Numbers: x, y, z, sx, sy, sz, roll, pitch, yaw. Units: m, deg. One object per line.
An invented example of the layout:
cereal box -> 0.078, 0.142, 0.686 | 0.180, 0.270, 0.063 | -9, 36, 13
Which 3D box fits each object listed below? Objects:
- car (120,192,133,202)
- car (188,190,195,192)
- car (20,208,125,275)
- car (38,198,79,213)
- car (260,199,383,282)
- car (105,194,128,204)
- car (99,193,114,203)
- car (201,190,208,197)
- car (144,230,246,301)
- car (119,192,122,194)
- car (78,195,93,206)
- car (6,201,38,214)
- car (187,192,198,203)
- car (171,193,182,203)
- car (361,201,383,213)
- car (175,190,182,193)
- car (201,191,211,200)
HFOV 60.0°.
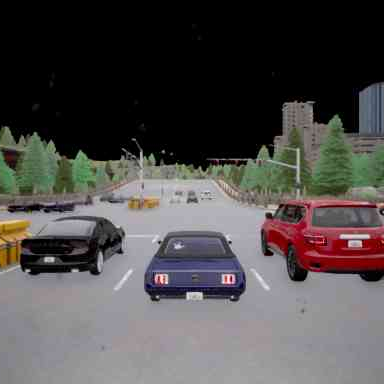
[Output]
car -> -14.054, 1.385, 73.017 | 1.812, 1.442, 4.674 | 0, 1, 0
car -> -0.152, 0.163, 91.420 | 2.128, 1.511, 4.902 | 0, 7, 0
car -> -3.420, 1.478, 10.481 | 1.882, 1.535, 5.008 | 0, 0, 0
car -> -14.095, 1.601, 35.398 | 1.895, 1.301, 4.718 | 0, 0, 0
car -> 3.574, 1.221, 9.936 | 2.150, 2.045, 5.566 | 0, 0, 0
car -> -14.059, 1.548, 62.299 | 2.033, 1.411, 5.357 | 0, 0, 0
car -> -17.533, 1.186, 69.126 | 2.150, 2.045, 5.566 | 0, 0, 0
car -> 3.353, 0.348, 90.325 | 1.895, 1.301, 4.718 | 0, 7, 0
car -> 0.069, 1.601, 8.255 | 1.895, 1.301, 4.718 | 0, 0, 0
car -> -17.615, 0.764, 84.430 | 1.895, 1.301, 4.718 | 0, 4, 0
car -> -17.585, 1.352, 53.884 | 2.097, 1.767, 4.553 | 0, 0, 0
car -> -17.595, 1.601, 35.383 | 1.895, 1.301, 4.718 | 0, 0, 0
car -> 0.071, 1.334, 67.753 | 2.097, 1.767, 4.553 | 0, 1, 0
car -> -3.435, 1.490, 69.138 | 1.812, 1.442, 4.674 | 0, 1, 0
car -> 21.141, 1.601, 35.914 | 4.718, 1.301, 1.895 | 0, 0, 0
car -> -3.652, 0.163, 91.402 | 2.128, 1.511, 4.902 | 0, 7, 0
car -> 3.410, 0.794, 79.866 | 2.150, 2.045, 5.566 | 0, 3, 0
